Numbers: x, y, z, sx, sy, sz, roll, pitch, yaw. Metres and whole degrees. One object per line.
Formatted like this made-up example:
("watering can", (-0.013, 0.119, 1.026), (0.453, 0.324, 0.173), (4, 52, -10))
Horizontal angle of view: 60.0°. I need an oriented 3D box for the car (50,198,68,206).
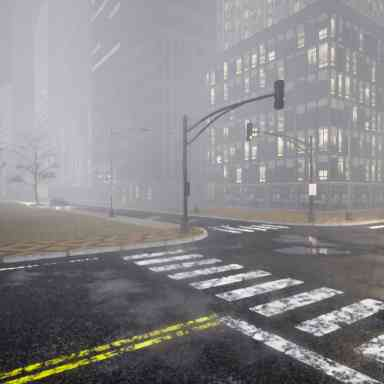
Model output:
("car", (-21.724, 1.607, 54.213), (1.895, 1.301, 4.718), (0, 0, -35))
